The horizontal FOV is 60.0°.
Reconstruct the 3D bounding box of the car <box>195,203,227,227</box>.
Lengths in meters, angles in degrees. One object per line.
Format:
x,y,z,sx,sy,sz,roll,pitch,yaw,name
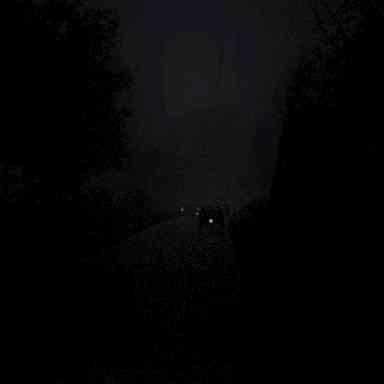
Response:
1.560,1.830,25.490,1.837,1.490,4.892,0,-2,6,car

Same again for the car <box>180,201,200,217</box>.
0.051,1.846,36.878,2.097,1.767,4.553,1,-1,9,car

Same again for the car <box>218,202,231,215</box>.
3.863,2.058,42.086,2.128,1.511,4.902,0,0,10,car
